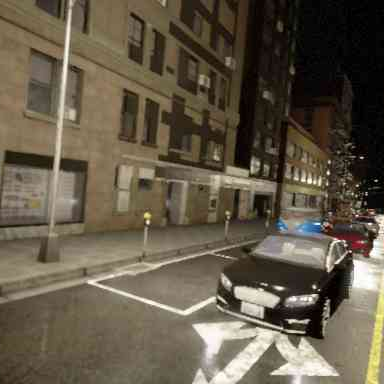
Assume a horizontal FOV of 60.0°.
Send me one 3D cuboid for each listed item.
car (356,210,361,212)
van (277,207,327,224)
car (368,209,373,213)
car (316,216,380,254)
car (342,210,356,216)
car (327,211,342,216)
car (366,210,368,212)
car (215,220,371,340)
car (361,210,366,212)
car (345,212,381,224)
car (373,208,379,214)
[{"bbox_3d":[17.227,2.847,36.886,1.802,1.307,4.206,5,0,31],"label":"car"},{"bbox_3d":[5.888,1.717,18.081,1.690,1.788,3.998,5,0,31],"label":"van"},{"bbox_3d":[28.588,3.727,55.691,1.887,1.381,4.507,5,0,31],"label":"car"},{"bbox_3d":[7.381,2.110,15.608,1.994,1.385,4.181,6,1,32],"label":"car"},{"bbox_3d":[14.304,2.559,32.040,1.752,1.417,4.829,5,0,31],"label":"car"},{"bbox_3d":[8.720,2.036,22.783,1.967,1.590,4.097,5,0,31],"label":"car"},{"bbox_3d":[22.823,3.239,46.143,1.752,1.417,4.829,5,0,31],"label":"car"},{"bbox_3d":[2.277,1.645,7.148,2.128,1.511,4.902,6,1,33],"label":"car"},{"bbox_3d":[20.079,2.932,41.587,1.967,1.590,4.097,5,0,31],"label":"car"},{"bbox_3d":[12.553,2.472,24.162,1.812,1.442,4.674,6,1,31],"label":"car"},{"bbox_3d":[39.953,4.561,74.495,1.967,1.590,4.097,5,0,31],"label":"car"}]
